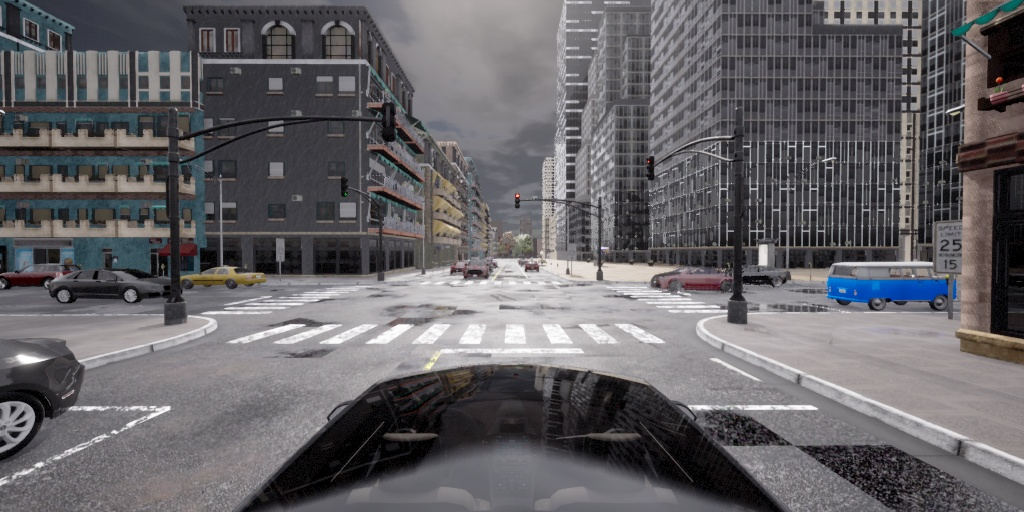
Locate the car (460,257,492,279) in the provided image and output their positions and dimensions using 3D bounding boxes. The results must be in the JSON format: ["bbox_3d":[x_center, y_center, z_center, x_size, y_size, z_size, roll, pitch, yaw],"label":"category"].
[{"bbox_3d":[-3.171,1.097,32.539,2.097,1.767,4.553,0,0,-1],"label":"car"}]

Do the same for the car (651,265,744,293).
[{"bbox_3d":[9.986,1.258,19.907,4.181,1.385,1.994,0,1,4],"label":"car"}]

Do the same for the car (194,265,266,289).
[{"bbox_3d":[-17.945,1.246,22.134,4.829,1.417,1.751,0,0,0],"label":"car"}]

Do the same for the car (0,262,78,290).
[{"bbox_3d":[-28.843,1.189,22.082,4.097,1.591,1.967,0,0,0],"label":"car"}]

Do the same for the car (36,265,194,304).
[{"bbox_3d":[-17.901,1.313,16.331,4.892,1.490,1.837,0,1,0],"label":"car"}]

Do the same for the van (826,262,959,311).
[{"bbox_3d":[14.653,1.117,13.910,3.998,1.789,1.690,0,0,0],"label":"van"}]

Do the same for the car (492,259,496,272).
[{"bbox_3d":[-3.225,1.345,42.765,1.895,1.301,4.718,0,0,0],"label":"car"}]

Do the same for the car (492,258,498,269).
[{"bbox_3d":[-3.258,1.346,57.338,1.895,1.301,4.718,0,0,0],"label":"car"}]

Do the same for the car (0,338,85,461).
[{"bbox_3d":[-5.690,1.300,2.190,2.007,1.370,4.403,0,0,0],"label":"car"}]

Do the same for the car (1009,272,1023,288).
[{"bbox_3d":[29.261,1.263,19.758,4.718,1.301,1.895,0,1,0],"label":"car"}]

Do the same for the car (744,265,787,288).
[{"bbox_3d":[14.613,1.215,22.290,4.313,1.339,1.948,0,0,0],"label":"car"}]

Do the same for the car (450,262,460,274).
[{"bbox_3d":[-5.811,1.289,40.256,1.888,1.381,4.507,0,0,0],"label":"car"}]

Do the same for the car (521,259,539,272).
[{"bbox_3d":[2.518,1.289,45.989,1.888,1.381,4.507,0,0,0],"label":"car"}]
